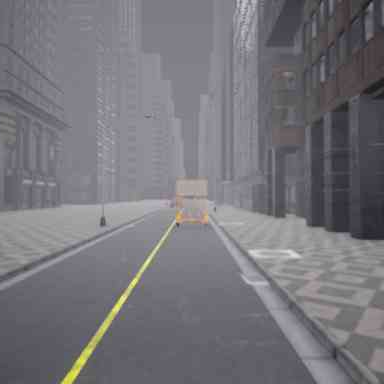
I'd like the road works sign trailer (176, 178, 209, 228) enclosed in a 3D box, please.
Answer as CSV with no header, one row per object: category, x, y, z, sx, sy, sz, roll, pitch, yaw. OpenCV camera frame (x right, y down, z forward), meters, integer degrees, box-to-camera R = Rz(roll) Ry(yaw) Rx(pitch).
road works sign trailer,0.015,0.737,24.539,2.380,3.560,2.880,0,-1,0

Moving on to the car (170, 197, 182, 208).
car,-3.008,2.022,64.548,2.150,2.045,5.566,0,-1,1
